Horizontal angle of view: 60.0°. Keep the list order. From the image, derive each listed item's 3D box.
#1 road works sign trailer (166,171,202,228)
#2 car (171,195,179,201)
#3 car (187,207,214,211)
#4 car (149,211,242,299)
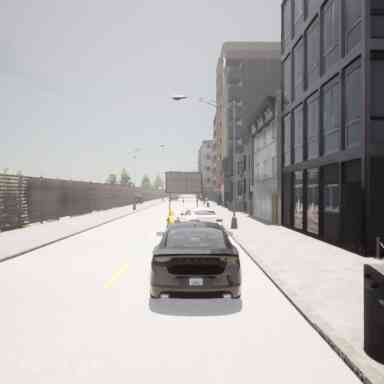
[{"bbox_3d":[-0.572,0.465,21.342,2.380,3.560,2.880,0,0,-17],"label":"road works sign trailer"},{"bbox_3d":[-4.283,1.508,83.081,1.837,1.490,4.892,0,0,0],"label":"car"},{"bbox_3d":[0.413,1.540,17.860,1.812,1.442,4.674,0,-1,-9],"label":"car"},{"bbox_3d":[0.070,1.478,8.507,1.882,1.535,5.008,0,0,0],"label":"car"}]
